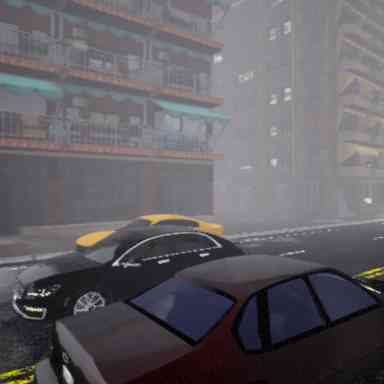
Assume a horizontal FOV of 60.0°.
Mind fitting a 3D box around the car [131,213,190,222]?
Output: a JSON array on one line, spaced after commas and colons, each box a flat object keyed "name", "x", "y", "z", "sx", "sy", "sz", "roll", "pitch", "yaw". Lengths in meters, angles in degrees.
[{"name": "car", "x": -1.188, "y": 1.494, "z": 10.871, "sx": 5.008, "sy": 1.535, "sz": 1.882, "roll": 0, "pitch": 0, "yaw": -36}]

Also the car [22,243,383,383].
[{"name": "car", "x": 1.026, "y": 1.554, "z": 4.195, "sx": 5.357, "sy": 1.411, "sz": 2.033, "roll": 0, "pitch": 0, "yaw": -36}]

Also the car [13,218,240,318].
[{"name": "car", "x": -0.991, "y": 1.515, "z": 7.004, "sx": 4.892, "sy": 1.490, "sz": 1.837, "roll": 0, "pitch": 0, "yaw": -36}]
